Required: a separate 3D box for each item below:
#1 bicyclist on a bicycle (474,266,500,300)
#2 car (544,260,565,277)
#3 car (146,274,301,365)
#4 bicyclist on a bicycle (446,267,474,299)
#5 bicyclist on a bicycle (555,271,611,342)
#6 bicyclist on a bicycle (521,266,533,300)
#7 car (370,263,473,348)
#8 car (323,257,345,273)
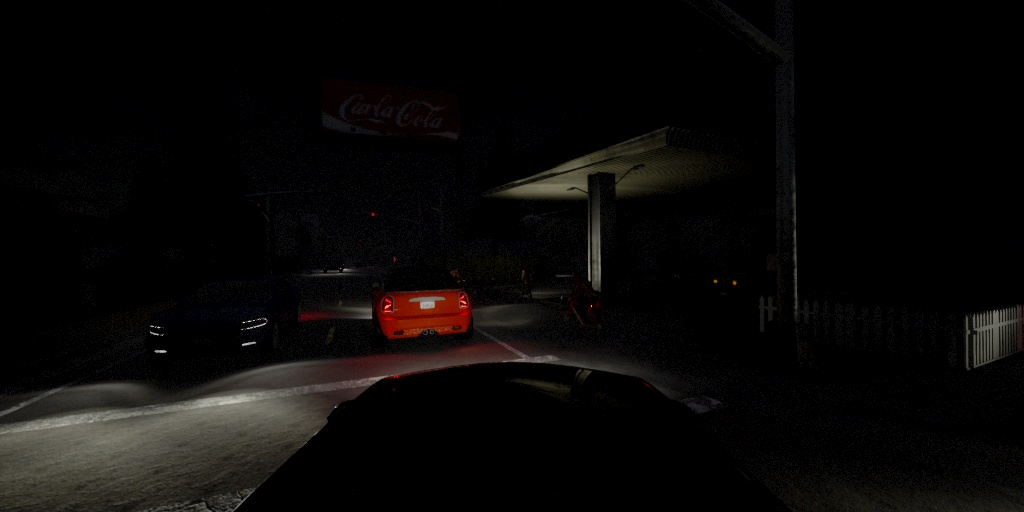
[{"bbox_3d":[-1.356,1.336,17.770,1.656,1.620,0.582,0,0,-21],"label":"bicyclist on a bicycle"},{"bbox_3d":[2.316,1.434,36.847,5.357,1.411,2.033,0,0,-24],"label":"car"},{"bbox_3d":[-6.274,1.210,8.381,1.882,1.535,5.008,0,0,-23],"label":"car"},{"bbox_3d":[-2.660,1.310,16.386,1.656,1.620,0.582,1,0,37],"label":"bicyclist on a bicycle"},{"bbox_3d":[1.687,1.198,8.683,0.582,1.620,1.656,3,-2,-43],"label":"bicyclist on a bicycle"},{"bbox_3d":[0.753,1.326,17.890,0.582,1.620,1.656,-1,0,16],"label":"bicyclist on a bicycle"},{"bbox_3d":[-2.563,1.052,9.459,2.097,1.767,4.553,0,0,-22],"label":"car"},{"bbox_3d":[-23.808,1.173,47.775,2.150,2.045,5.566,0,0,-25],"label":"car"}]
